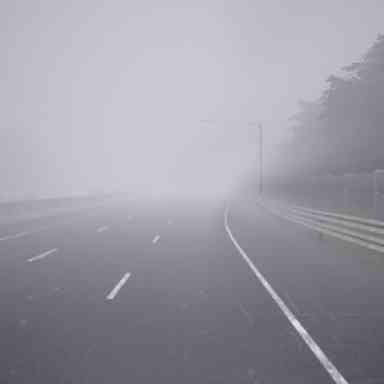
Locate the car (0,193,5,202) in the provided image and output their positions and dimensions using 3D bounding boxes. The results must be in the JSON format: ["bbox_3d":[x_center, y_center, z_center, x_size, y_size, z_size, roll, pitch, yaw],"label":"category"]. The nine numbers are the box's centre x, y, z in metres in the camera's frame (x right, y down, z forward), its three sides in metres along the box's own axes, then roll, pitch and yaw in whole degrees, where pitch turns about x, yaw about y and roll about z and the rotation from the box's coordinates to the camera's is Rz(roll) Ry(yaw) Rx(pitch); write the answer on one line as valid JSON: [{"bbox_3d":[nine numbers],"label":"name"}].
[{"bbox_3d":[-26.532,0.779,43.391,2.097,1.767,4.553,0,1,-1],"label":"car"}]

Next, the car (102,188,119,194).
[{"bbox_3d":[-15.906,0.319,66.414,1.837,1.490,4.892,0,2,2],"label":"car"}]

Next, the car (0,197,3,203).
[{"bbox_3d":[-17.291,1.346,25.899,1.895,1.301,4.718,0,1,1],"label":"car"}]

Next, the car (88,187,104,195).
[{"bbox_3d":[-19.357,-0.012,67.879,2.150,2.045,5.566,0,2,2],"label":"car"}]

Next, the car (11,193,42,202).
[{"bbox_3d":[-23.551,0.879,47.559,2.033,1.411,5.357,0,1,2],"label":"car"}]

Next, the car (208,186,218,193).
[{"bbox_3d":[5.884,-0.325,89.196,1.895,1.301,4.718,0,2,2],"label":"car"}]
